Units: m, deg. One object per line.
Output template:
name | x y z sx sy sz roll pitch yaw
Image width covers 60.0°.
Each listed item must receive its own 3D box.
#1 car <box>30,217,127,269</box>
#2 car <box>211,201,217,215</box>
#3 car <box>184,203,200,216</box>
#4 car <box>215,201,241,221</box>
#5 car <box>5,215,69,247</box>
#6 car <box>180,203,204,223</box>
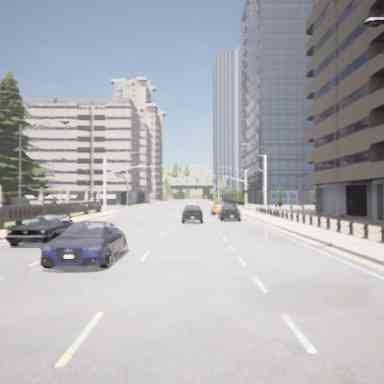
car | -3.583 1.724 11.684 1.994 1.385 4.181 0 -1 0
car | 3.485 1.909 41.767 2.097 1.767 4.553 0 -1 0
car | 0.010 2.071 40.731 1.812 1.442 4.674 0 -1 -1
car | 3.520 1.931 31.786 1.837 1.490 4.892 0 0 0
car | -7.117 1.825 16.421 1.895 1.301 4.718 0 -1 0
car | 0.045 1.906 29.897 1.837 1.490 4.892 0 -1 0
